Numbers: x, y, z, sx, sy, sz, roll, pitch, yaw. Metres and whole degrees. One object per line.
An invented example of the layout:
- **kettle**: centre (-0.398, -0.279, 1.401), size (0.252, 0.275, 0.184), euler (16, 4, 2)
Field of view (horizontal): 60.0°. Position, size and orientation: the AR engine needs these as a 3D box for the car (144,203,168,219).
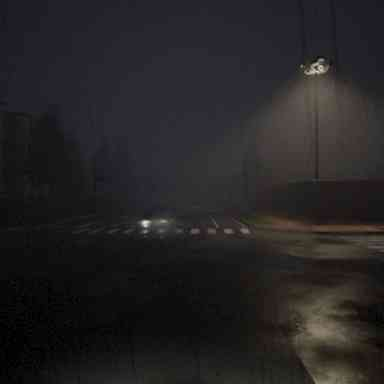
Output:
- **car**: centre (-3.513, 1.834, 33.034), size (1.882, 1.535, 5.008), euler (0, -1, 1)
